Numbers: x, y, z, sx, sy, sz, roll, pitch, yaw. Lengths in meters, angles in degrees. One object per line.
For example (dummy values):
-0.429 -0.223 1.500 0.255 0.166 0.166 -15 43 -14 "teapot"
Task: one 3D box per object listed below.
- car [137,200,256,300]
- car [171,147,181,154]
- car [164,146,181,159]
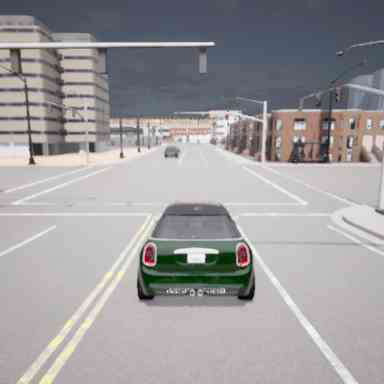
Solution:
0.083 0.956 7.685 2.097 1.767 4.553 0 5 0 "car"
-3.428 -8.976 71.758 1.994 1.385 4.181 0 9 0 "car"
-3.504 -6.807 56.566 2.150 2.045 5.566 0 9 0 "car"
